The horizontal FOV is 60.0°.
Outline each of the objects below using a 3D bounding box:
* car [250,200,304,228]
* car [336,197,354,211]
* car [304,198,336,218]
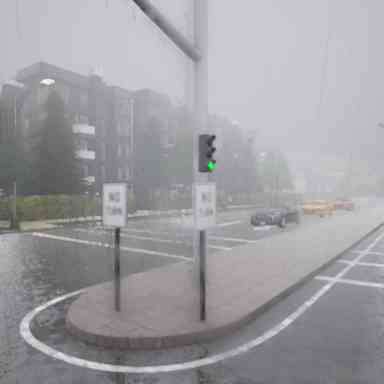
[{"bbox_3d":[5.634,1.351,22.332,2.097,1.767,4.553,0,0,35],"label":"car"},{"bbox_3d":[17.983,1.352,39.932,2.097,1.767,4.553,0,0,35],"label":"car"},{"bbox_3d":[11.520,1.477,30.727,1.882,1.535,5.008,0,0,35],"label":"car"}]
